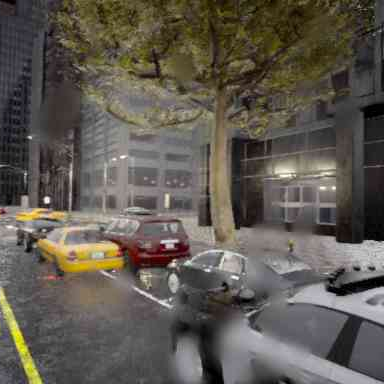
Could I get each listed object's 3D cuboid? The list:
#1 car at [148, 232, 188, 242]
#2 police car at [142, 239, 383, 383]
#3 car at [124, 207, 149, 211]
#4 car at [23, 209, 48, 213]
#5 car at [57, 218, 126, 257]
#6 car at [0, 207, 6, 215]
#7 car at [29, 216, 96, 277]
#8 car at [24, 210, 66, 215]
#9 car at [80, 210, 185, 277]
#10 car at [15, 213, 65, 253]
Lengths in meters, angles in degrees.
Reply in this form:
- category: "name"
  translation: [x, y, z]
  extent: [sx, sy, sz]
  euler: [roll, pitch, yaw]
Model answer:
- category: "car"
  translation: [0.978, 1.857, 7.448]
  extent: [2.008, 1.369, 4.403]
  euler: [2, -2, -34]
- category: "police car"
  translation: [1.569, 1.586, 3.310]
  extent: [1.930, 1.638, 5.238]
  euler: [2, -3, -34]
- category: "car"
  translation: [-6.767, 2.684, 41.982]
  extent: [4.902, 1.511, 2.128]
  euler: [1, -2, -34]
- category: "car"
  translation: [-15.468, 2.471, 34.428]
  extent: [1.882, 1.535, 5.008]
  euler: [1, 0, 32]
- category: "car"
  translation: [-5.010, 2.082, 16.166]
  extent: [1.887, 1.381, 4.507]
  euler: [2, -2, -34]
- category: "car"
  translation: [-32.545, 3.172, 56.287]
  extent: [1.887, 1.381, 4.507]
  euler: [2, -3, -34]
- category: "car"
  translation: [-4.136, 1.836, 11.616]
  extent: [1.801, 1.575, 5.366]
  euler: [2, -3, -34]
- category: "car"
  translation: [-11.089, 2.301, 25.030]
  extent: [1.752, 1.417, 4.829]
  euler: [2, -2, -34]
- category: "car"
  translation: [-2.013, 1.737, 11.815]
  extent: [2.192, 1.841, 5.009]
  euler: [2, -2, -34]
- category: "car"
  translation: [-7.426, 2.014, 16.402]
  extent: [1.837, 1.490, 4.892]
  euler: [2, -3, -34]
